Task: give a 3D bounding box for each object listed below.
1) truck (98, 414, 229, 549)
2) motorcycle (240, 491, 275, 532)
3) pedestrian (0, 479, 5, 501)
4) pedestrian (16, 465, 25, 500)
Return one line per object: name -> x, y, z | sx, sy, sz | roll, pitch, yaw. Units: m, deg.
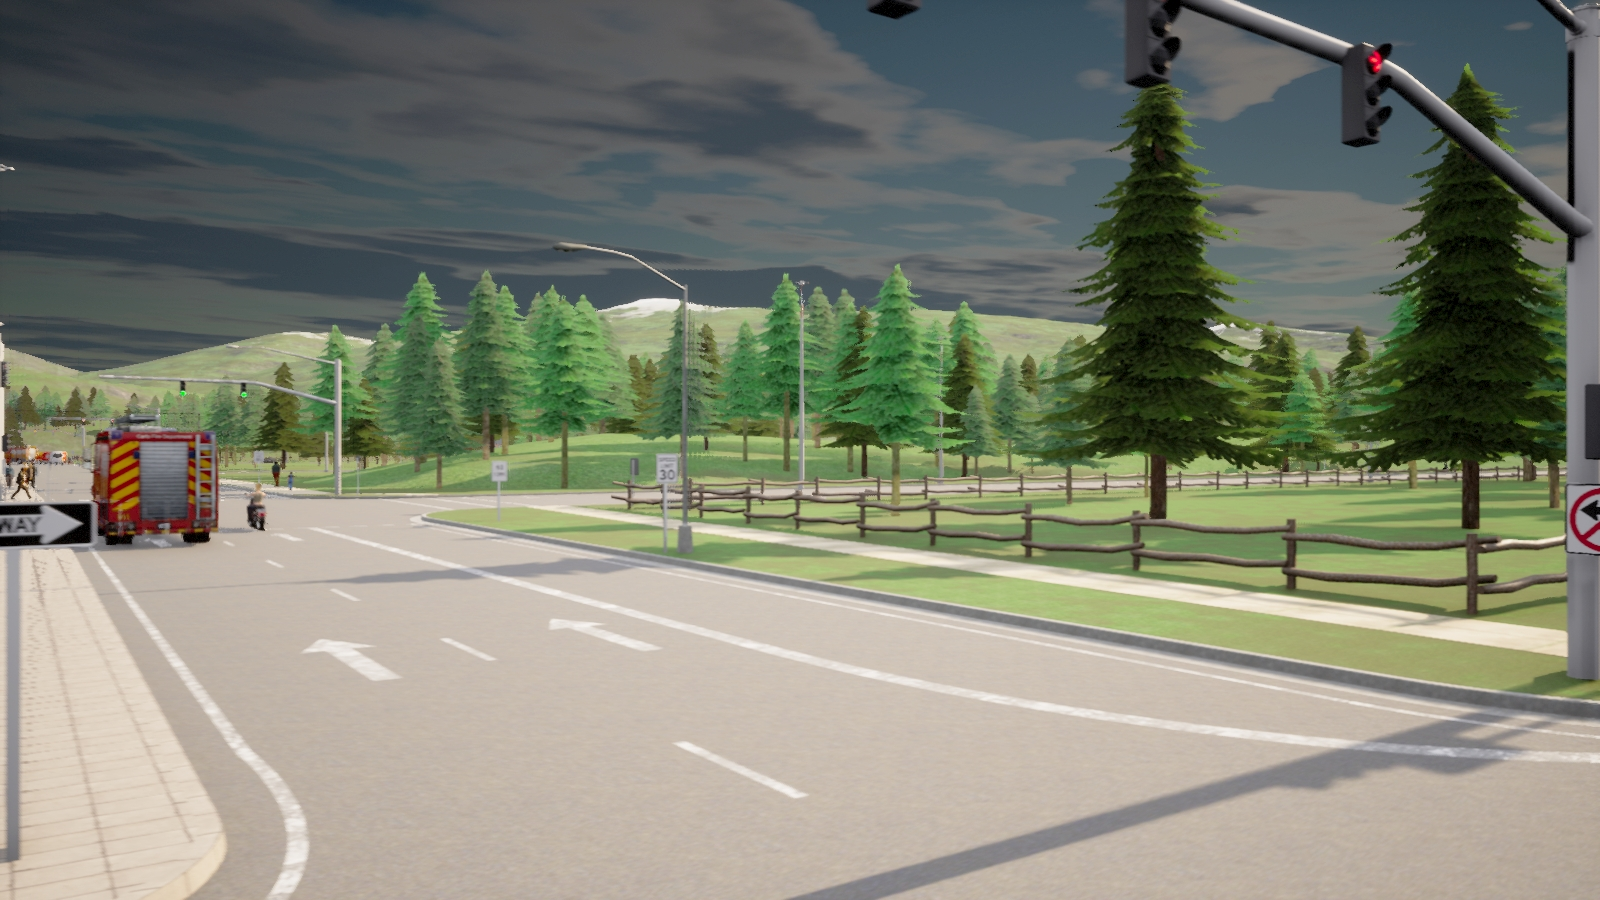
truck -> -20.566, 0.891, 36.638 | 2.891, 3.827, 8.468 | 0, 0, -34
motorcycle -> -19.229, 2.156, 40.446 | 0.764, 1.307, 2.356 | 0, 0, -34
pedestrian -> -41.723, 2.076, 59.464 | 0.500, 1.100, 0.500 | 0, 0, -39
pedestrian -> -40.956, 1.697, 60.020 | 0.375, 1.860, 0.375 | 0, 0, -38
